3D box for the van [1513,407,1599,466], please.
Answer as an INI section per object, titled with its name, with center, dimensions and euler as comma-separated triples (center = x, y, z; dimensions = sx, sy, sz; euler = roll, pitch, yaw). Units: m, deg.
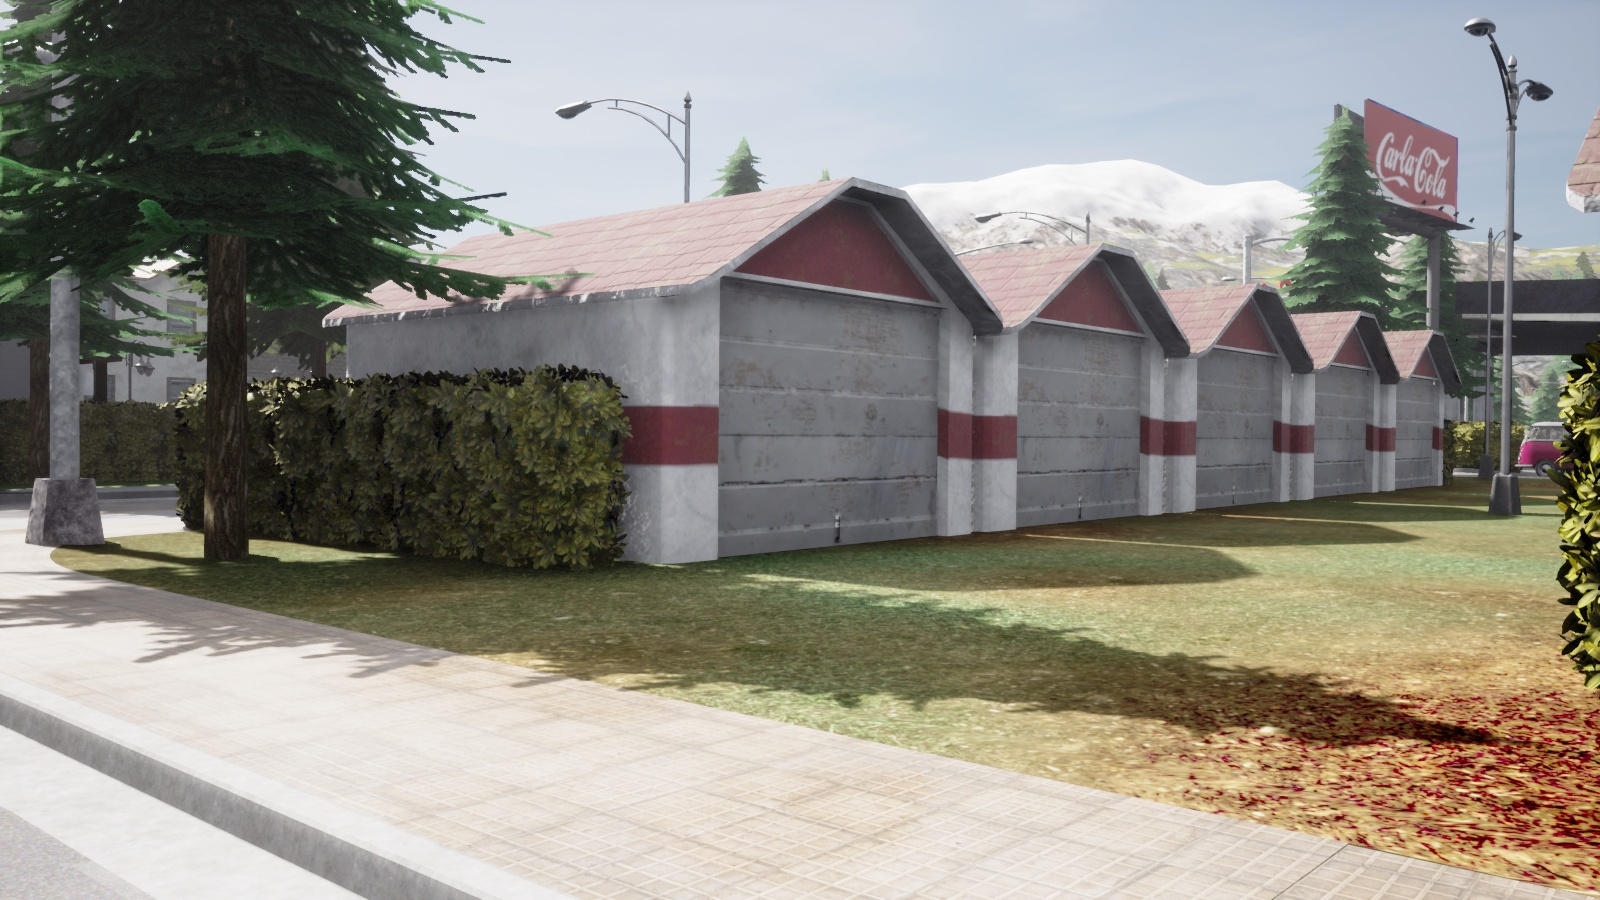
[van]
center = 27.249, -0.453, 43.202
dimensions = 4.442, 1.987, 1.775
euler = 1, 1, 40
